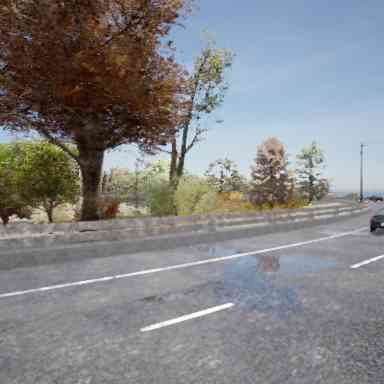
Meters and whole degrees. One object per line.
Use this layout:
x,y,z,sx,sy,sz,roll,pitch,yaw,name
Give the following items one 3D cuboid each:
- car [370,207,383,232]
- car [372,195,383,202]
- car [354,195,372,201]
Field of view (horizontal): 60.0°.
11.877,1.575,19.485,1.812,1.442,4.674,0,0,43,car
42.990,1.514,77.884,1.837,1.490,4.892,0,0,5,car
39.521,1.546,78.348,2.128,1.511,4.902,0,0,5,car
